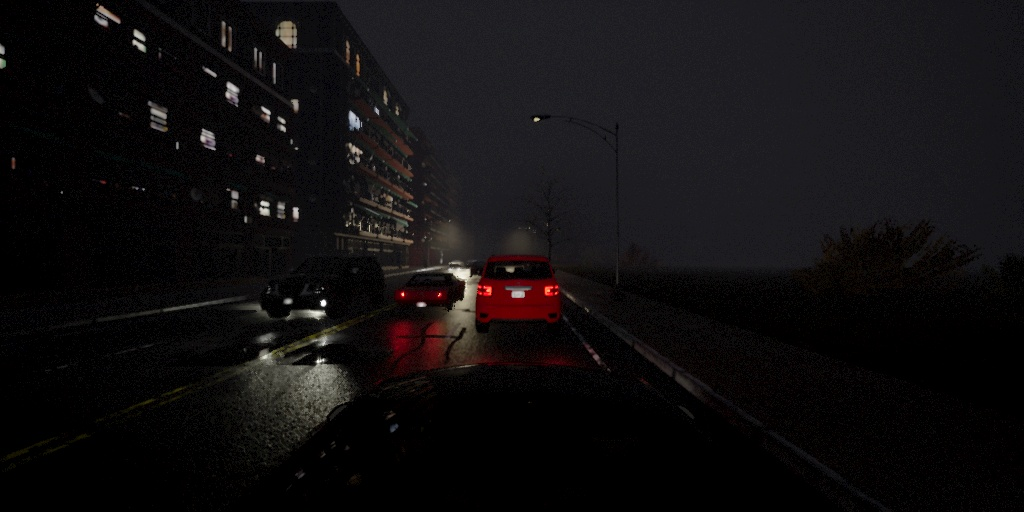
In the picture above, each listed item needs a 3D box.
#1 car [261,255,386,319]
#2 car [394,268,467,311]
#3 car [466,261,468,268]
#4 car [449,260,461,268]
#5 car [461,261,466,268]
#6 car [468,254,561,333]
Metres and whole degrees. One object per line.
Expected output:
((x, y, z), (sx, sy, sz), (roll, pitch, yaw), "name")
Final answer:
((-6.514, 0.969, 13.231), (2.150, 2.045, 5.566), (0, 0, 0), "car")
((-3.057, 1.347, 14.427), (1.895, 1.301, 4.718), (0, 0, 0), "car")
((-2.902, 1.217, 34.647), (1.882, 1.535, 5.008), (0, 0, 0), "car")
((-9.376, 1.328, 60.586), (1.895, 1.301, 4.718), (0, 0, 1), "car")
((-6.179, 1.293, 55.820), (1.994, 1.385, 4.181), (0, 0, 1), "car")
((0.165, 0.969, 10.862), (2.150, 2.045, 5.566), (0, 0, 0), "car")
